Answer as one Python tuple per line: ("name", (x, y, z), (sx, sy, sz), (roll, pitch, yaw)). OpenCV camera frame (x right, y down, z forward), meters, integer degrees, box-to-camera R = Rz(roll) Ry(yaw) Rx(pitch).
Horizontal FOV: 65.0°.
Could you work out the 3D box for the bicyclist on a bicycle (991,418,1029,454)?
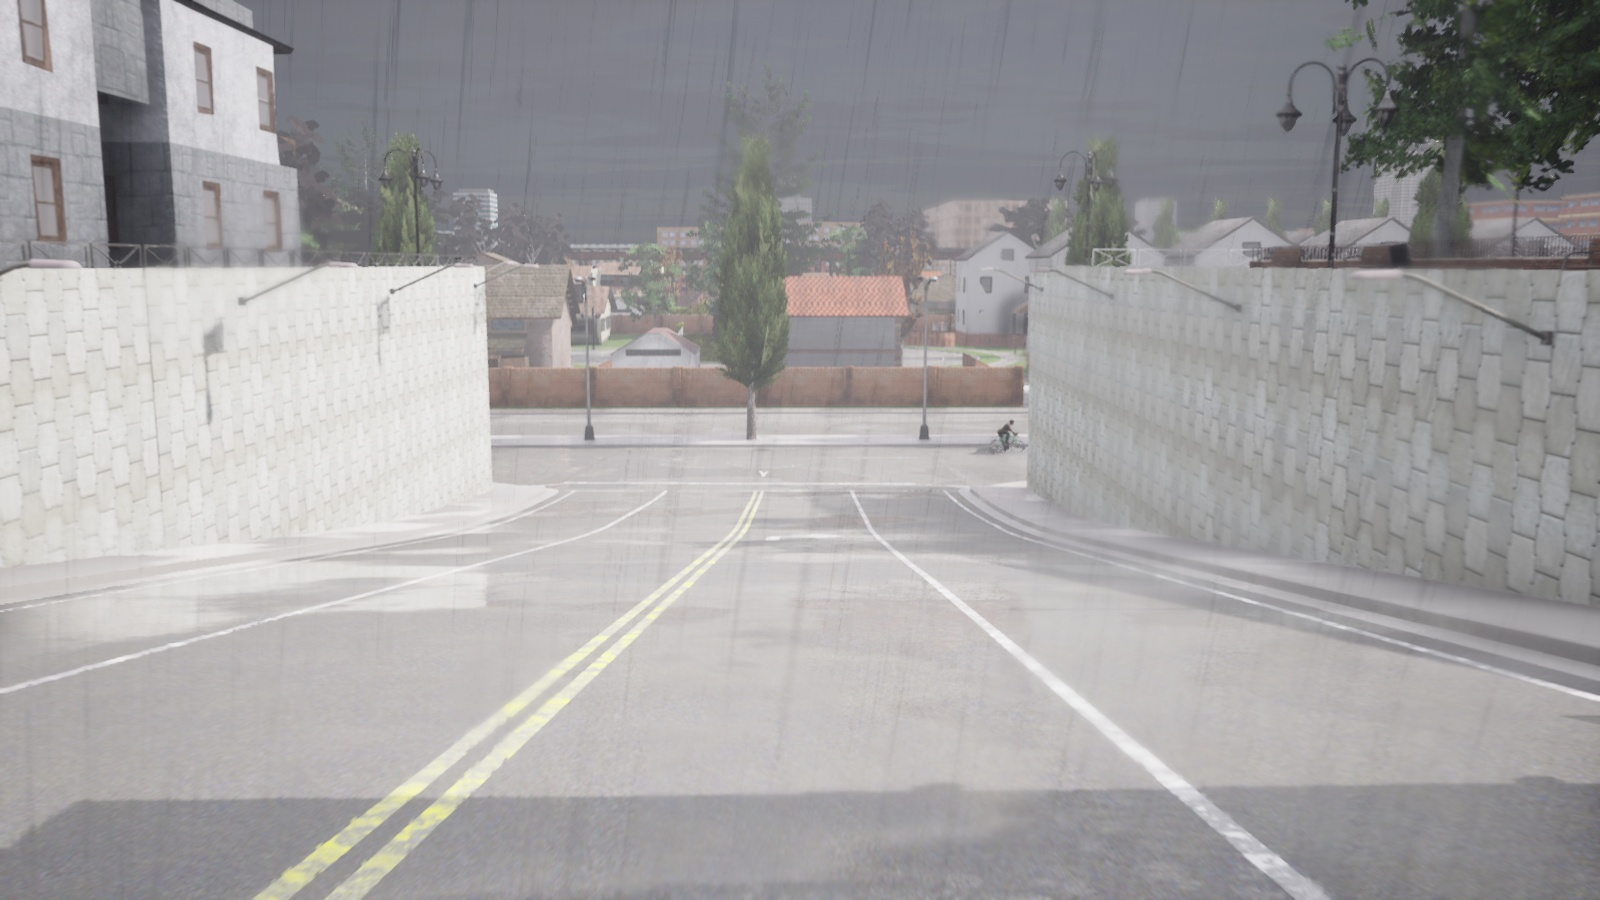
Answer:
("bicyclist on a bicycle", (9.920, -0.657, 59.456), (1.656, 1.620, 0.582), (0, 8, -1))
